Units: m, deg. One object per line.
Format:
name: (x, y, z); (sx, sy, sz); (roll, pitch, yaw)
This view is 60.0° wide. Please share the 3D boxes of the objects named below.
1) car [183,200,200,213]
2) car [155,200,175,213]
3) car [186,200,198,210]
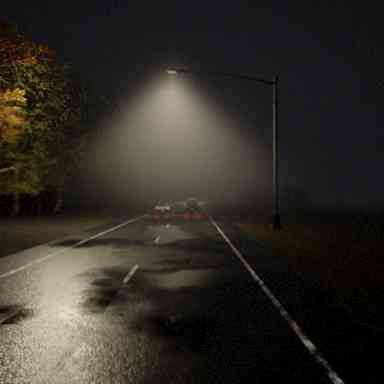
car: (0.020, 1.885, 41.745); (1.812, 1.442, 4.674); (0, 0, 0)
car: (-3.479, 1.962, 41.809); (1.895, 1.301, 4.718); (0, 0, 0)
car: (0.026, 1.971, 52.091); (1.812, 1.442, 4.674); (0, 0, 0)
